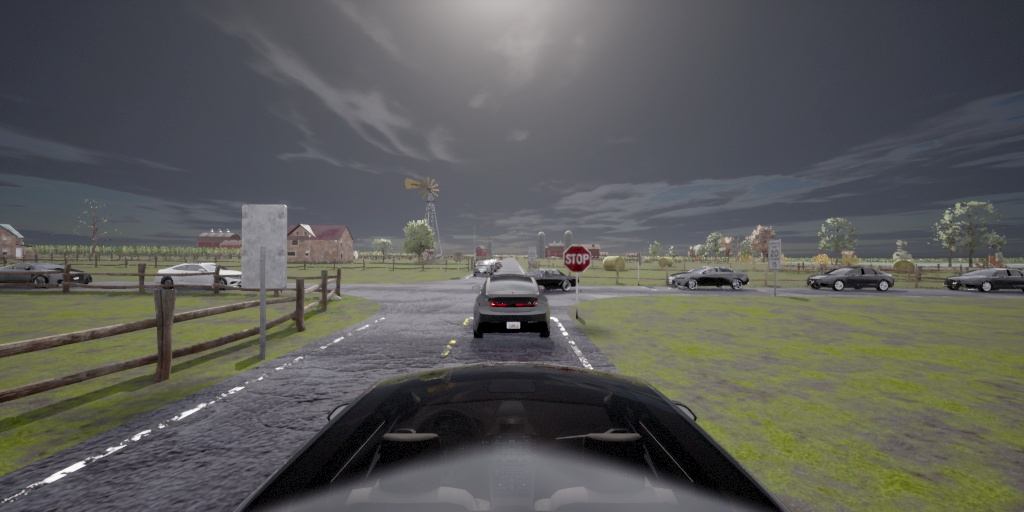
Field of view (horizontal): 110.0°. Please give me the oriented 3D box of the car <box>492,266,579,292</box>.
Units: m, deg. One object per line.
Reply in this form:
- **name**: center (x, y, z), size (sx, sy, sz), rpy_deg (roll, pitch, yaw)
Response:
- **car**: center (1.499, 1.369, 20.239), size (4.718, 1.301, 1.895), rpy_deg (1, 0, -35)

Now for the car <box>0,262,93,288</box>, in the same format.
- **car**: center (-26.364, 1.048, 20.027), size (4.181, 1.385, 1.994), rpy_deg (1, -1, -1)

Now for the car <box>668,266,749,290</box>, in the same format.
- **car**: center (12.797, 1.397, 23.468), size (4.902, 1.511, 2.128), rpy_deg (1, -1, -2)

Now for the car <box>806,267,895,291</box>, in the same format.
- **car**: center (22.199, 1.499, 23.639), size (4.892, 1.490, 1.837), rpy_deg (1, -1, -1)

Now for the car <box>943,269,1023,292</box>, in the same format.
- **car**: center (31.702, 1.587, 23.760), size (4.892, 1.490, 1.837), rpy_deg (1, -1, -1)

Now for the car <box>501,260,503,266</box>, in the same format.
- **car**: center (-2.823, 1.240, 55.867), size (2.128, 1.511, 4.902), rpy_deg (0, 0, 0)

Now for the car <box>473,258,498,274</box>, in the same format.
- **car**: center (-2.860, 1.243, 36.879), size (2.128, 1.511, 4.902), rpy_deg (0, 0, 0)

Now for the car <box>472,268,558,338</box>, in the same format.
- **car**: center (-0.074, 1.256, 10.193), size (1.837, 1.490, 4.892), rpy_deg (0, 0, -3)

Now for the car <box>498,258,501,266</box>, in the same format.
- **car**: center (-2.853, 1.241, 46.325), size (2.128, 1.511, 4.902), rpy_deg (0, 0, 0)

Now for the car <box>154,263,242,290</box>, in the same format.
- **car**: center (-17.244, 1.103, 20.149), size (4.674, 1.442, 1.812), rpy_deg (1, -1, -1)
